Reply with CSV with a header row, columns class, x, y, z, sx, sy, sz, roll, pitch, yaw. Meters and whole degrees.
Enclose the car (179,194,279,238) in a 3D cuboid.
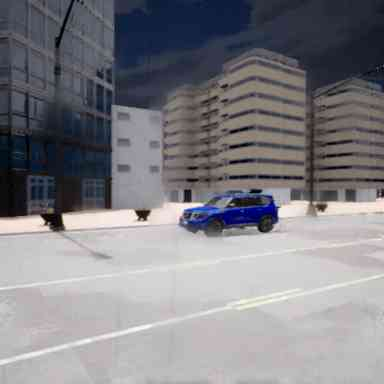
class,x,y,z,sx,sy,sz,roll,pitch,yaw
car,2.063,1.124,17.428,5.566,2.045,2.150,0,0,-31
